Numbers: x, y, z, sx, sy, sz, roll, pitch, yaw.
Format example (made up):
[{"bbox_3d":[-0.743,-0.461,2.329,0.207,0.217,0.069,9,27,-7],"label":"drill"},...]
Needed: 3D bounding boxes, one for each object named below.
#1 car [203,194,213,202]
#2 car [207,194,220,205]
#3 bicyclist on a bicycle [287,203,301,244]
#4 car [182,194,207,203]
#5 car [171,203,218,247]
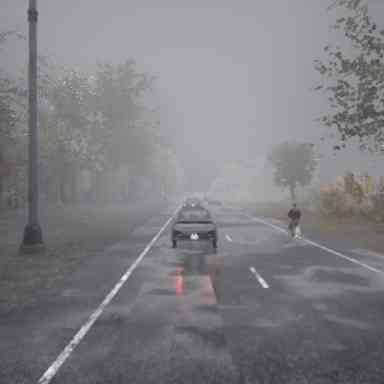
[{"bbox_3d":[3.492,1.246,73.367,2.097,1.767,4.553,0,0,0],"label":"car"},{"bbox_3d":[3.592,1.479,56.032,1.994,1.385,4.181,0,0,0],"label":"car"},{"bbox_3d":[4.463,1.347,14.683,0.659,1.776,1.843,0,0,0],"label":"bicyclist on a bicycle"},{"bbox_3d":[0.095,1.300,33.484,2.097,1.767,4.553,0,0,0],"label":"car"},{"bbox_3d":[0.096,1.468,14.873,2.128,1.511,4.902,0,0,0],"label":"car"}]
